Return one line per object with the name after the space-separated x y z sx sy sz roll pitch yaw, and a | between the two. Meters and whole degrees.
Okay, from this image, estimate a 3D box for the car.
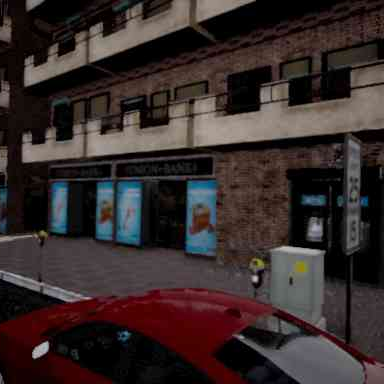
-0.272 1.603 3.058 4.507 1.381 1.887 0 -1 37 | car
